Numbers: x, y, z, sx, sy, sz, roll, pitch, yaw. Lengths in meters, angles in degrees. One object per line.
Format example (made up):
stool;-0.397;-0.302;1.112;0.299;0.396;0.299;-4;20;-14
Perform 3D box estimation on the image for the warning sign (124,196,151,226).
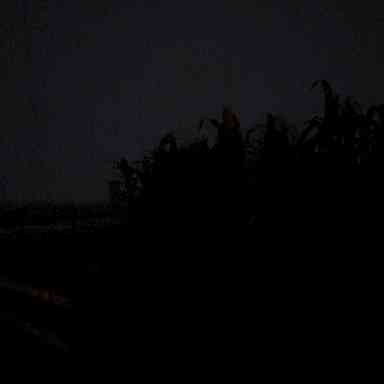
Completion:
warning sign;-3.525;1.186;21.571;1.300;1.860;1.060;1;1;35
